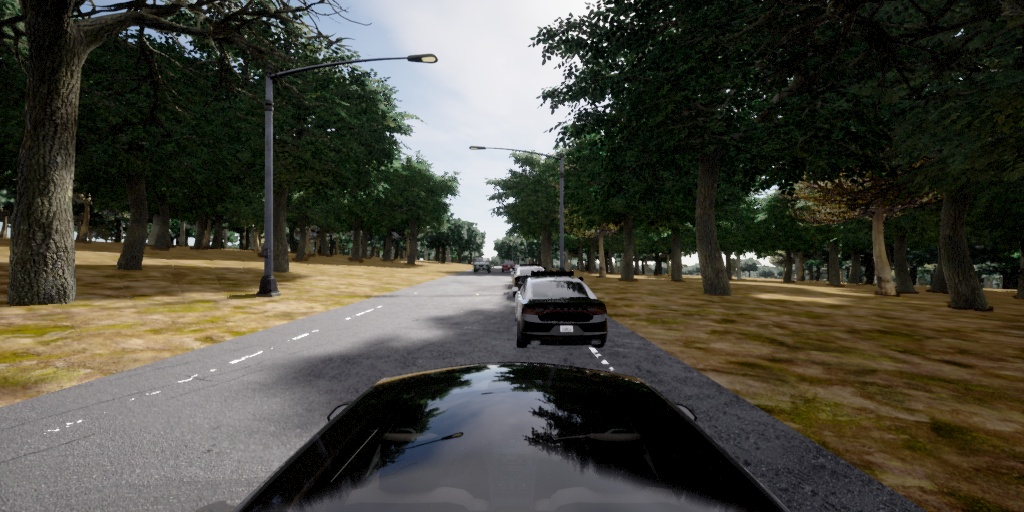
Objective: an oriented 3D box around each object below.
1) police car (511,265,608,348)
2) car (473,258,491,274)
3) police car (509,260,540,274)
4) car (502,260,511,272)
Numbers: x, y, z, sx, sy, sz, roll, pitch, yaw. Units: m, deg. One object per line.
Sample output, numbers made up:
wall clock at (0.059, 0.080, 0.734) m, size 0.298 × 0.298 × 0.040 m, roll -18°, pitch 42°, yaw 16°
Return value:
police car at (1.033, 1.190, 9.426) m, size 1.930 × 1.638 × 5.238 m, roll 0°, pitch 0°, yaw 0°
car at (-3.917, 1.232, 47.556) m, size 2.150 × 2.045 × 5.566 m, roll 0°, pitch 0°, yaw -1°
police car at (0.966, 1.219, 19.440) m, size 1.930 × 1.638 × 5.238 m, roll -1°, pitch 0°, yaw 0°
car at (-0.421, 1.402, 51.669) m, size 2.097 × 1.767 × 4.553 m, roll 0°, pitch -1°, yaw -1°
